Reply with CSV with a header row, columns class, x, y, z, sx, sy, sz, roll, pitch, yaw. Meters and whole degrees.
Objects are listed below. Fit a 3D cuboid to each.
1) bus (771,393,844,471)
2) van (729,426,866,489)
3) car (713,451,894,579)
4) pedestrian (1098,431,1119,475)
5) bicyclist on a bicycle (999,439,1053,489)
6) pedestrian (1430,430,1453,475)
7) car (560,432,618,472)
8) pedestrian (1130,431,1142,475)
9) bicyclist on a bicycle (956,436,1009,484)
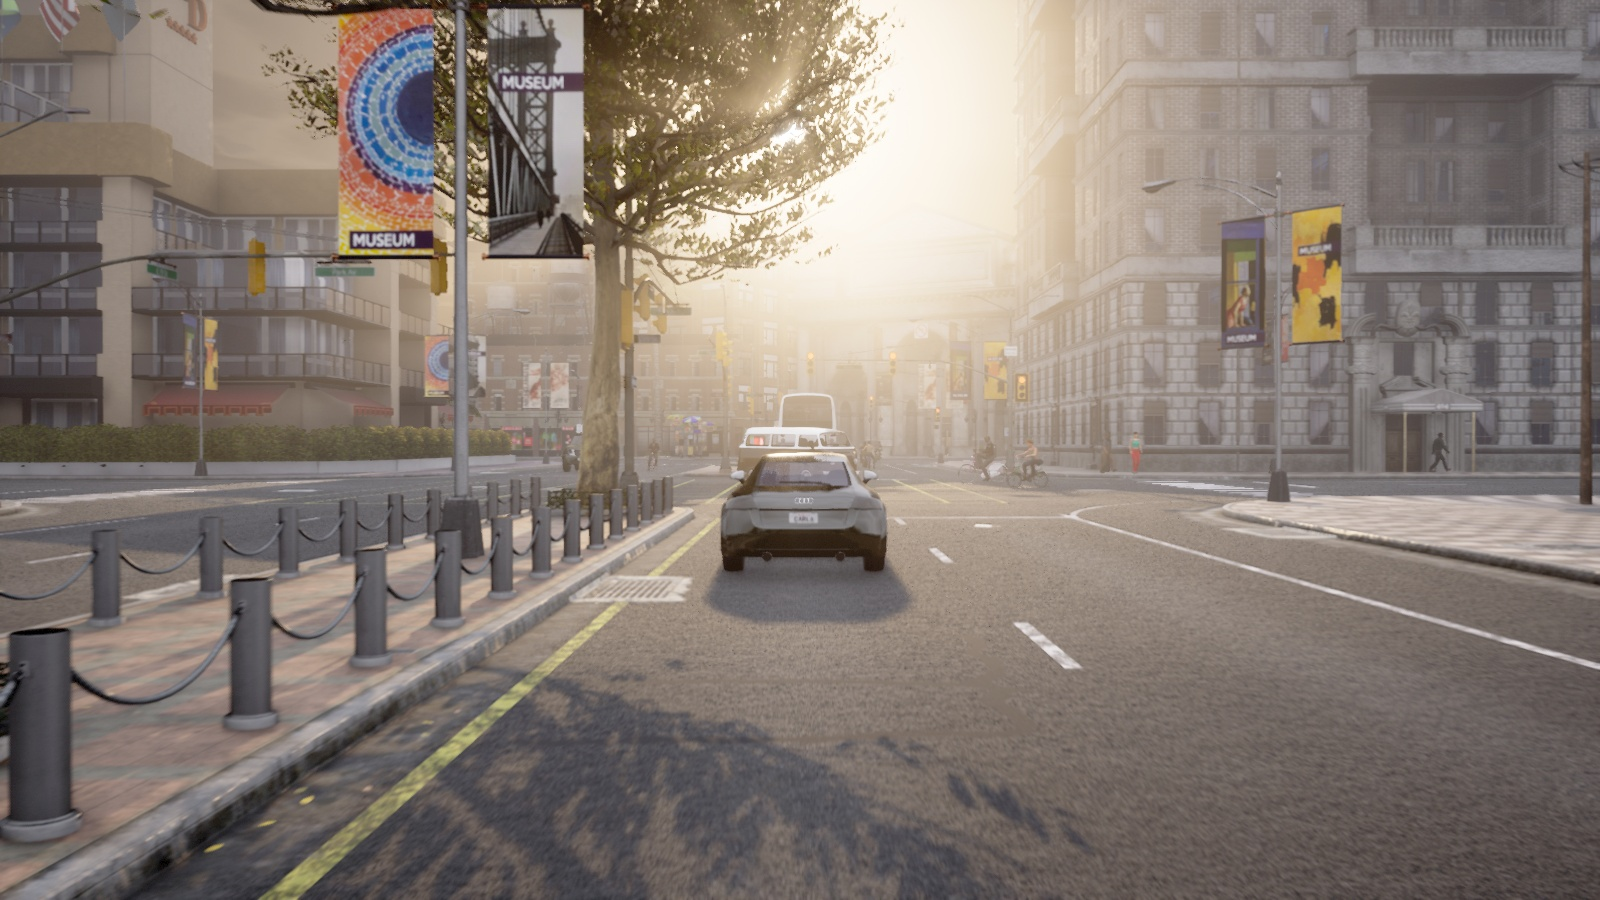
class,x,y,z,sx,sy,sz,roll,pitch,yaw
bus,0.437,-1.045,73.731,3.944,4.253,10.273,0,1,0
van,-0.133,0.225,43.221,4.480,2.038,2.069,1,1,42
car,0.048,0.721,15.961,1.994,1.385,4.181,0,0,0
pedestrian,13.168,0.112,53.535,0.540,1.848,0.694,0,0,-29
bicyclist on a bicycle,7.391,0.457,41.106,1.509,1.612,0.866,0,1,-16
pedestrian,28.152,0.115,55.094,0.788,1.949,0.423,0,0,4
car,-11.106,0.082,66.473,2.150,2.045,5.566,0,0,0
pedestrian,14.248,0.115,53.217,0.345,1.836,0.594,0,0,-1
bicyclist on a bicycle,6.717,0.362,46.304,1.843,1.776,0.659,0,0,0
